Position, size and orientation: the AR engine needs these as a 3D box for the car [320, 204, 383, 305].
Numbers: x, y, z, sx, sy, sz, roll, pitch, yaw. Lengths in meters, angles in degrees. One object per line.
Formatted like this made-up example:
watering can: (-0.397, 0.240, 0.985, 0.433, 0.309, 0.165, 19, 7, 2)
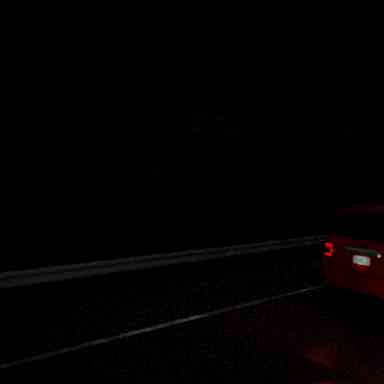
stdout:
car: (5.131, 1.282, 7.165, 5.566, 2.045, 2.150, 1, 0, -34)
